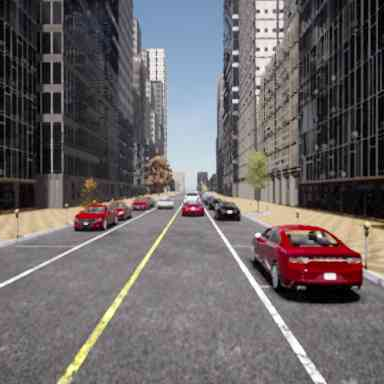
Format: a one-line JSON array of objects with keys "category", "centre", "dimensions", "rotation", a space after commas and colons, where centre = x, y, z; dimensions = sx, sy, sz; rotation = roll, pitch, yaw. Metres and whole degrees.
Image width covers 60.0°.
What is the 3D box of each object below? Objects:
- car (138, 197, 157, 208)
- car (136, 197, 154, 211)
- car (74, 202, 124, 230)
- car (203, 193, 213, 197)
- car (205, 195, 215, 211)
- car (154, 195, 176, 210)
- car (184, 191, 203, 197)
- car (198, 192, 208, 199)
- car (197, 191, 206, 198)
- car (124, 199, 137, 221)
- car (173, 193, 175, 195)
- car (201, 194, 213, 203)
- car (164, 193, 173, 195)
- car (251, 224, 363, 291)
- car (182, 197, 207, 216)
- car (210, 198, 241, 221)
[{"category": "car", "centre": [-5.693, 1.328, 42.869], "dimensions": [1.947, 1.339, 4.313], "rotation": [0, 0, 0]}, {"category": "car", "centre": [-5.692, 1.340, 37.177], "dimensions": [1.887, 1.381, 4.507], "rotation": [0, 0, 0]}, {"category": "car", "centre": [-5.691, 1.438, 20.099], "dimensions": [1.887, 1.381, 4.507], "rotation": [0, 0, 0]}, {"category": "car", "centre": [2.688, 1.293, 48.553], "dimensions": [1.947, 1.339, 4.313], "rotation": [0, 0, 0]}, {"category": "car", "centre": [2.688, 1.361, 37.169], "dimensions": [1.947, 1.339, 4.313], "rotation": [0, 0, 0]}, {"category": "car", "centre": [-3.100, 1.385, 39.179], "dimensions": [1.895, 1.301, 4.718], "rotation": [0, 0, 0]}, {"category": "car", "centre": [0.019, 0.968, 45.753], "dimensions": [2.150, 2.045, 5.566], "rotation": [0, 1, 1]}, {"category": "car", "centre": [2.686, 0.818, 82.705], "dimensions": [2.192, 1.841, 5.009], "rotation": [0, 0, 0]}, {"category": "car", "centre": [2.685, 0.738, 94.089], "dimensions": [2.192, 1.841, 5.009], "rotation": [0, 0, 0]}, {"category": "car", "centre": [-5.691, 1.444, 25.792], "dimensions": [1.802, 1.307, 4.206], "rotation": [0, 0, 0]}, {"category": "car", "centre": [-5.696, 1.093, 77.025], "dimensions": [2.008, 1.369, 4.403], "rotation": [0, 0, 0]}, {"category": "car", "centre": [2.687, 1.095, 59.938], "dimensions": [1.967, 1.590, 4.097], "rotation": [0, 0, 0]}, {"category": "car", "centre": [-5.695, 1.107, 71.162], "dimensions": [1.752, 1.417, 4.829], "rotation": [0, 0, 0]}, {"category": "car", "centre": [2.691, 1.500, 8.709], "dimensions": [1.887, 1.381, 4.507], "rotation": [0, 0, 0]}, {"category": "car", "centre": [0.093, 1.398, 30.258], "dimensions": [1.994, 1.385, 4.181], "rotation": [0, 0, 0]}, {"category": "car", "centre": [2.689, 1.427, 25.785], "dimensions": [1.947, 1.339, 4.313], "rotation": [0, 0, 0]}]
